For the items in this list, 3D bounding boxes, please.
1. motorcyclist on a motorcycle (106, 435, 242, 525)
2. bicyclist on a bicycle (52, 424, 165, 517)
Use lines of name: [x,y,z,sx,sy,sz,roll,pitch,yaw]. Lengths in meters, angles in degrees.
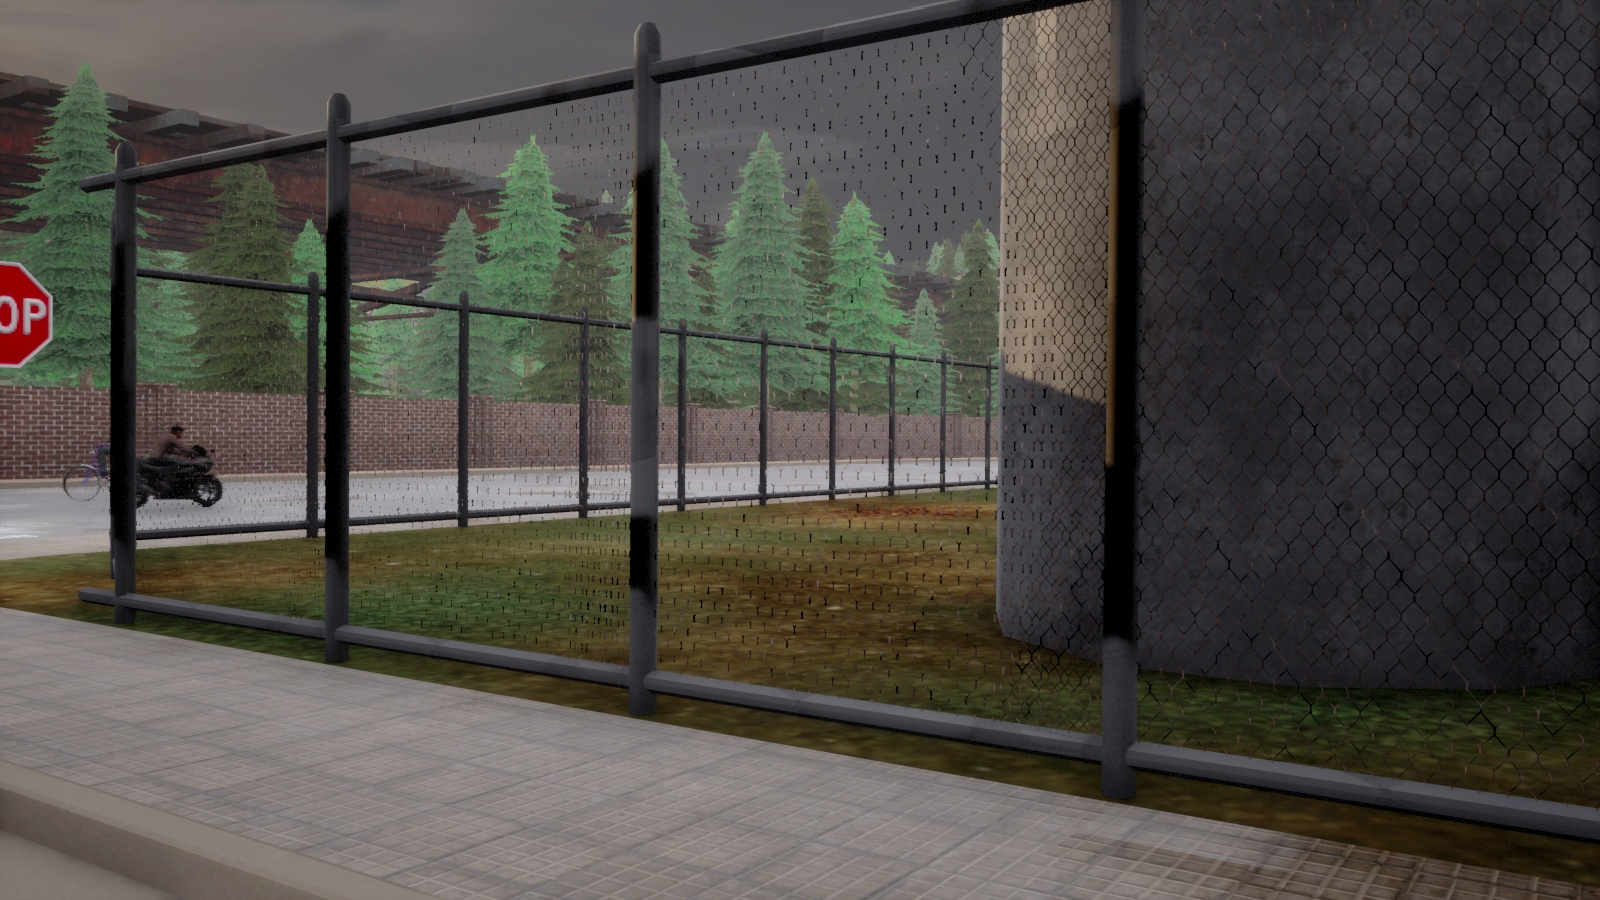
motorcyclist on a motorcycle: [-11.218,0.507,22.582,0.797,1.523,2.044,0,1,34]
bicyclist on a bicycle: [-13.772,0.385,25.051,0.659,1.776,1.843,0,1,34]
